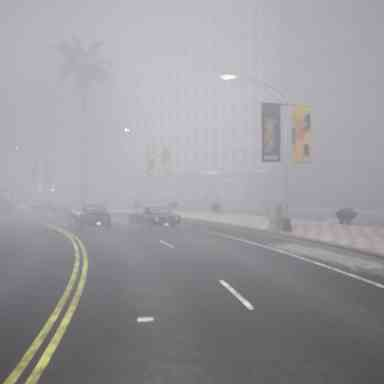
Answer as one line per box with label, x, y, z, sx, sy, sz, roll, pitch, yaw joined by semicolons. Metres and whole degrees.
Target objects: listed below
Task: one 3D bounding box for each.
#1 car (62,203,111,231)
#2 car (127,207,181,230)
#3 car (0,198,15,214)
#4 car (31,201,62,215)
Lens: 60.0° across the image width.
car;-6.464;1.498;20.624;1.837;1.490;4.892;0;0;-31
car;-2.551;1.568;21.001;1.895;1.301;4.718;0;0;-29
car;-20.081;1.402;33.837;4.553;1.767;2.097;0;0;33
car;-14.819;1.615;34.627;4.718;1.301;1.895;0;0;36
